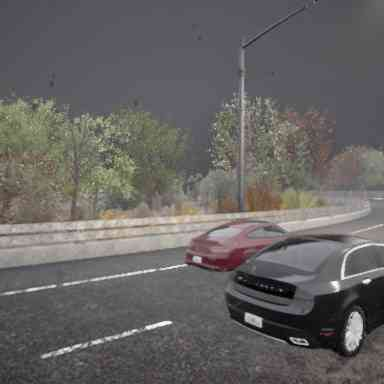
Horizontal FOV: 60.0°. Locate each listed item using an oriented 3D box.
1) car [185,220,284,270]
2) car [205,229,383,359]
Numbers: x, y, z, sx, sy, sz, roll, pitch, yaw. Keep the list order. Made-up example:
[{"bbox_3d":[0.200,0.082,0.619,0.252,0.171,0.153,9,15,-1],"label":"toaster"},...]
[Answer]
[{"bbox_3d":[1.901,1.574,9.959,4.674,1.442,1.812,1,0,-40],"label":"car"},{"bbox_3d":[2.738,1.542,6.135,4.892,1.490,1.837,0,0,-39],"label":"car"}]
